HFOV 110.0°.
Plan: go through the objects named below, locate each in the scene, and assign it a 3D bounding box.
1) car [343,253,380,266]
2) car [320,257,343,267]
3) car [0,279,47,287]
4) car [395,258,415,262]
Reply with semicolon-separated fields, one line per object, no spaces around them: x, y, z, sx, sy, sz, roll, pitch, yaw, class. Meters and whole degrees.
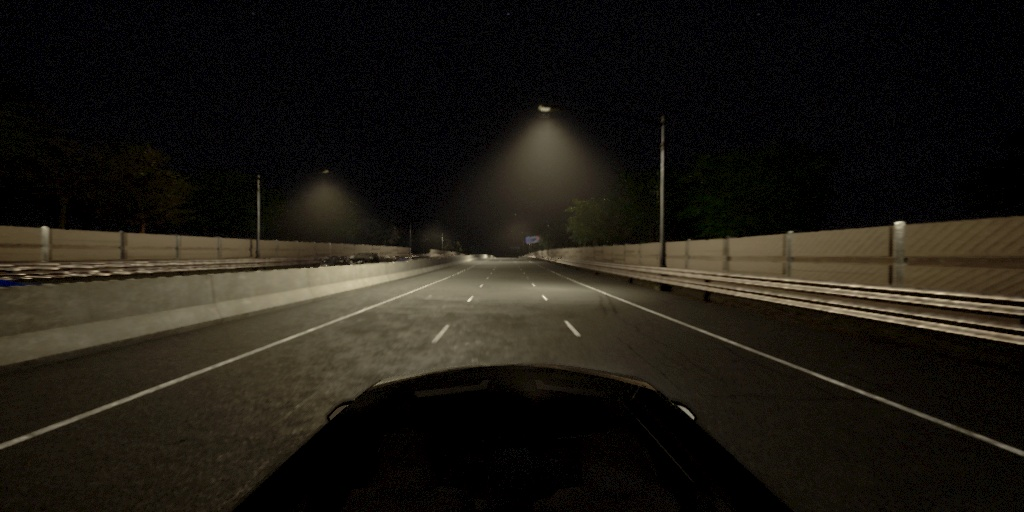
-18.074;0.634;43.914;2.150;2.045;5.566;0;1;0;car
-21.577;0.892;43.977;1.837;1.490;4.892;0;1;0;car
-14.140;1.128;8.133;1.882;1.535;5.008;0;0;-1;car
-14.638;0.925;49.041;2.033;1.411;5.357;0;1;0;car
